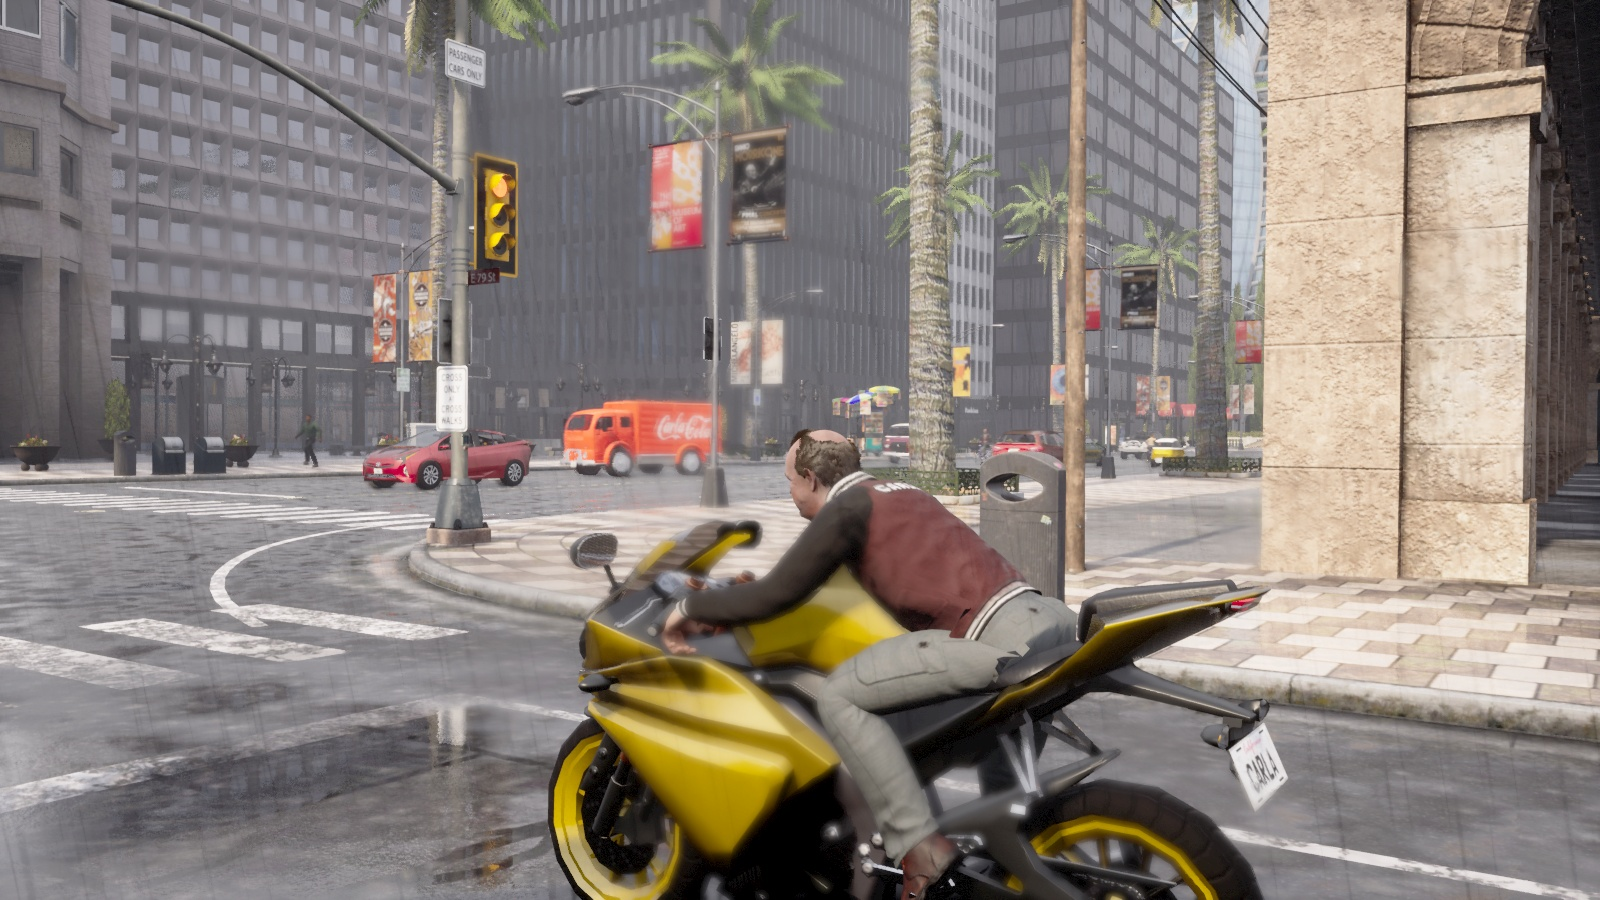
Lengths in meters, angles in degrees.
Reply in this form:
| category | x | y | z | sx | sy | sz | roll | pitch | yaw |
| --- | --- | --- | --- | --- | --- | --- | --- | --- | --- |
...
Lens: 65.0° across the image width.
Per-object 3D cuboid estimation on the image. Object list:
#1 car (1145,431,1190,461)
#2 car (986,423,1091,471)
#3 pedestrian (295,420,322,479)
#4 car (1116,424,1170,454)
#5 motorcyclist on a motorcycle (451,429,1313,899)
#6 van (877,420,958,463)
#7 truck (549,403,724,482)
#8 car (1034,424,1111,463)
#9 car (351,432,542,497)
| category | x | y | z | sx | sy | sz | roll | pitch | yaw |
| --- | --- | --- | --- | --- | --- | --- | --- | --- | --- |
| car | 17.575 | -0.192 | 60.012 | 1.481 | 1.376 | 2.207 | 0 | 1 | 33 |
| car | 8.933 | -0.144 | 46.763 | 2.242 | 1.667 | 4.611 | 0 | 1 | 34 |
| pedestrian | -16.416 | -0.036 | 41.947 | 0.423 | 1.949 | 0.788 | 0 | 1 | 20 |
| car | 21.692 | -0.731 | 79.317 | 1.932 | 1.855 | 4.605 | 0 | 1 | 33 |
| motorcyclist on a motorcycle | 0.146 | 0.718 | 3.421 | 2.191 | 1.530 | 0.866 | 0 | 1 | 33 |
| van | 5.768 | -0.431 | 61.074 | 2.069 | 2.038 | 4.480 | 0 | 1 | 33 |
| truck | -5.378 | -0.277 | 41.778 | 5.204 | 2.467 | 2.627 | -1 | 1 | -42 |
| car | 12.882 | -0.335 | 59.192 | 2.097 | 1.767 | 4.553 | 0 | 1 | 33 |
| car | -8.995 | 0.318 | 32.343 | 2.007 | 1.525 | 4.514 | 0 | 1 | 33 |
